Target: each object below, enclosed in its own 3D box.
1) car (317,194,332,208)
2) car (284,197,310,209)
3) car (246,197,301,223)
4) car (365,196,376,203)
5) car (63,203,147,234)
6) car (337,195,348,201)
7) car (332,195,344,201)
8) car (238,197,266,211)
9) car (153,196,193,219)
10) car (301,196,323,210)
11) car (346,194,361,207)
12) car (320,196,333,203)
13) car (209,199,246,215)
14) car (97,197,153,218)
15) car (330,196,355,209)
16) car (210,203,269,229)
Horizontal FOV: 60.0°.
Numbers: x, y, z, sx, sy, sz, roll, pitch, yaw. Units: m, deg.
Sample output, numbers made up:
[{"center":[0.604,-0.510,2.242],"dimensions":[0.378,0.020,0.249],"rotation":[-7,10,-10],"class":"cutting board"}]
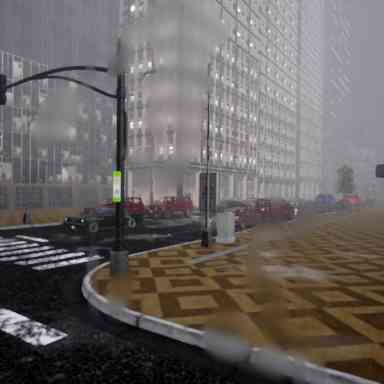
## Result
[{"center":[20.631,1.305,51.317],"dimensions":[2.150,2.045,5.566],"rotation":[1,1,35],"class":"car"},{"center":[15.442,1.534,48.748],"dimensions":[2.128,1.511,4.902],"rotation":[1,0,35],"class":"car"},{"center":[6.712,1.405,26.966],"dimensions":[2.192,1.841,5.009],"rotation":[1,0,35],"class":"car"},{"center":[39.469,1.593,73.528],"dimensions":[1.967,1.590,4.097],"rotation":[1,1,35],"class":"car"},{"center":[-5.165,1.590,19.746],"dimensions":[1.895,1.301,4.718],"rotation":[1,1,35],"class":"car"},{"center":[39.424,1.616,87.115],"dimensions":[1.947,1.339,4.313],"rotation":[1,1,35],"class":"car"},{"center":[36.139,1.563,82.468],"dimensions":[1.752,1.417,4.829],"rotation":[1,1,35],"class":"car"},{"center":[7.658,1.423,42.293],"dimensions":[1.967,1.590,4.097],"rotation":[1,0,35],"class":"car"},{"center":[-1.843,1.277,28.964],"dimensions":[2.192,1.841,5.009],"rotation":[1,0,35],"class":"car"},{"center":[15.243,1.637,43.606],"dimensions":[1.994,1.385,4.181],"rotation":[1,1,35],"class":"car"},{"center":[25.388,1.361,52.882],"dimensions":[2.150,2.045,5.566],"rotation":[1,1,35],"class":"car"},{"center":[29.831,1.609,73.548],"dimensions":[1.802,1.307,4.206],"rotation":[1,1,35],"class":"car"},{"center":[3.459,1.486,31.967],"dimensions":[1.882,1.535,5.008],"rotation":[1,1,35],"class":"car"},{"center":[-5.498,1.268,23.794],"dimensions":[2.192,1.841,5.009],"rotation":[1,0,35],"class":"car"},{"center":[21.360,1.651,47.119],"dimensions":[1.812,1.442,4.674],"rotation":[1,1,35],"class":"car"},{"center":[3.223,1.664,22.038],"dimensions":[1.802,1.307,4.206],"rotation":[1,0,35],"class":"car"}]
